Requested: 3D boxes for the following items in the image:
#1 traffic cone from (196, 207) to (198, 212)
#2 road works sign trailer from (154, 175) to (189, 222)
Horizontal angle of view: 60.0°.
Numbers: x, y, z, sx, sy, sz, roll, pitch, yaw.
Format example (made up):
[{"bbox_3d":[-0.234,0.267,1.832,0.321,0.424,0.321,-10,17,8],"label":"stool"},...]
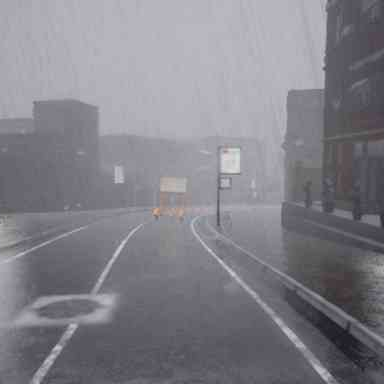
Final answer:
[{"bbox_3d":[0.627,2.082,39.132,0.340,0.580,0.340,5,5,9],"label":"traffic cone"},{"bbox_3d":[-1.525,0.458,26.862,2.380,3.560,2.880,4,-2,11],"label":"road works sign trailer"}]
